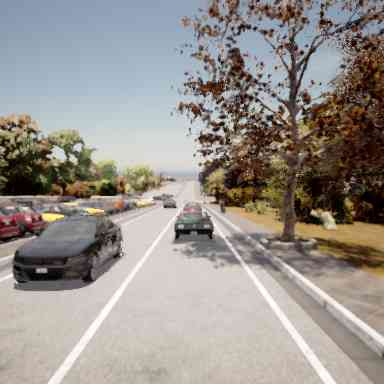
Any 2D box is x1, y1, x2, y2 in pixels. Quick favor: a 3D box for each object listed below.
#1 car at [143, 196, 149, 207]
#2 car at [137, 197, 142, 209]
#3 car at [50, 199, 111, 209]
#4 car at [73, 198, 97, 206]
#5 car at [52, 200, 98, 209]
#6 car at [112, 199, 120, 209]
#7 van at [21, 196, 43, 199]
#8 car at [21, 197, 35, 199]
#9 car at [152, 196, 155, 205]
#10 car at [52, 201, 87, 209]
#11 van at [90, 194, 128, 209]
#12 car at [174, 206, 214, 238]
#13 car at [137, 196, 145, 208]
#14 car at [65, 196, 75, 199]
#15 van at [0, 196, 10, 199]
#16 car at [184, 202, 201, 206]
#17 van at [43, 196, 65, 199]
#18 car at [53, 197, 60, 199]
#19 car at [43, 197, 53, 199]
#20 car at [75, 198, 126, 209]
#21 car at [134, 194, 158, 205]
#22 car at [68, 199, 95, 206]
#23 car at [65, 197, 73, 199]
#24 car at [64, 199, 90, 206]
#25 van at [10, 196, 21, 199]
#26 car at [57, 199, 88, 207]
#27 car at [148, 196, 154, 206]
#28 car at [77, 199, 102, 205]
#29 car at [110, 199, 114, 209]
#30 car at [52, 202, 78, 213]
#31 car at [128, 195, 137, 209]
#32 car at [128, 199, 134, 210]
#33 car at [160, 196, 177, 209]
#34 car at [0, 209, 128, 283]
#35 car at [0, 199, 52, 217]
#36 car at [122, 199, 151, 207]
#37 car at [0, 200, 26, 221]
[{"bbox_3d":[-10.081,1.882,53.448,5.366,1.575,1.946,0,-1,0],"label":"car"},{"bbox_3d":[-10.266,1.811,48.028,4.892,1.521,2.231,0,-1,0],"label":"car"},{"bbox_3d":[-10.104,1.633,28.594,5.366,1.575,1.946,0,0,0],"label":"car"},{"bbox_3d":[-23.361,2.091,72.889,4.553,1.767,2.185,0,-1,0],"label":"car"},{"bbox_3d":[-10.298,1.614,25.819,4.892,1.521,2.231,0,0,0],"label":"car"},{"bbox_3d":[-10.255,1.713,34.147,4.792,1.488,2.163,0,0,0],"label":"car"},{"bbox_3d":[-23.246,1.555,45.341,4.442,1.987,1.878,0,-1,0],"label":"van"},{"bbox_3d":[-23.362,1.754,42.553,5.008,1.535,2.097,0,0,0],"label":"car"},{"bbox_3d":[-10.442,2.073,64.672,5.366,1.575,1.946,0,-1,0],"label":"car"},{"bbox_3d":[-10.288,1.590,23.043,4.892,1.521,2.231,0,0,0],"label":"car"},{"bbox_3d":[-10.396,1.505,39.701,4.442,1.987,1.878,0,0,0],"label":"van"},{"bbox_3d":[0.090,1.647,17.724,1.895,1.301,4.718,0,0,0],"label":"car"},{"bbox_3d":[-10.455,1.843,50.795,5.366,1.575,1.946,0,-1,0],"label":"car"},{"bbox_3d":[-23.370,1.729,59.168,5.566,2.045,2.435,0,-1,0],"label":"car"},{"bbox_3d":[-23.245,1.482,37.015,4.442,1.987,1.878,0,0,0],"label":"van"},{"bbox_3d":[0.069,1.761,35.294,1.994,1.385,4.181,0,-1,0],"label":"car"},{"bbox_3d":[-23.463,1.660,53.504,4.442,1.987,1.878,0,-1,0],"label":"van"},{"bbox_3d":[-23.378,1.874,50.730,4.792,1.488,2.163,0,-1,0],"label":"car"},{"bbox_3d":[-23.380,1.840,48.090,4.792,1.488,2.163,0,-1,0],"label":"car"},{"bbox_3d":[-10.253,1.736,36.923,4.792,1.488,2.163,0,0,0],"label":"car"},{"bbox_3d":[-10.283,1.872,67.452,5.566,2.045,2.435,0,-1,0],"label":"car"},{"bbox_3d":[-23.302,2.200,70.241,4.792,1.488,2.163,0,-1,0],"label":"car"},{"bbox_3d":[-23.316,1.963,56.394,4.792,1.488,2.163,0,-1,0],"label":"car"},{"bbox_3d":[-23.331,2.163,67.471,4.674,1.452,2.002,0,-1,0],"label":"car"},{"bbox_3d":[-23.475,1.505,39.786,4.442,1.987,1.878,0,-1,0],"label":"van"},{"bbox_3d":[-23.151,2.073,64.702,5.366,1.575,1.946,0,-1,0],"label":"car"},{"bbox_3d":[-10.076,1.977,59.120,5.366,1.575,1.946,0,-1,0],"label":"car"},{"bbox_3d":[-23.322,2.264,75.658,5.008,1.535,2.097,0,-1,0],"label":"car"},{"bbox_3d":[-10.257,1.689,31.371,4.792,1.488,2.163,0,0,0],"label":"car"},{"bbox_3d":[-10.111,1.563,20.266,5.366,1.575,1.946,0,0,0],"label":"car"},{"bbox_3d":[-10.305,1.655,45.250,4.553,1.767,2.185,0,-1,0],"label":"car"},{"bbox_3d":[-10.306,1.784,42.475,4.792,1.488,2.163,0,0,0],"label":"car"},{"bbox_3d":[-3.401,1.850,52.008,1.882,1.535,5.008,0,-1,0],"label":"car"},{"bbox_3d":[-3.354,1.488,9.918,1.882,1.535,5.008,0,0,0],"label":"car"},{"bbox_3d":[-10.268,1.417,17.491,4.553,1.767,2.185,0,0,0],"label":"car"},{"bbox_3d":[-10.266,2.029,61.896,4.892,1.521,2.231,0,-1,0],"label":"car"},{"bbox_3d":[-10.270,1.393,14.715,4.553,1.767,2.185,0,0,0],"label":"car"}]
